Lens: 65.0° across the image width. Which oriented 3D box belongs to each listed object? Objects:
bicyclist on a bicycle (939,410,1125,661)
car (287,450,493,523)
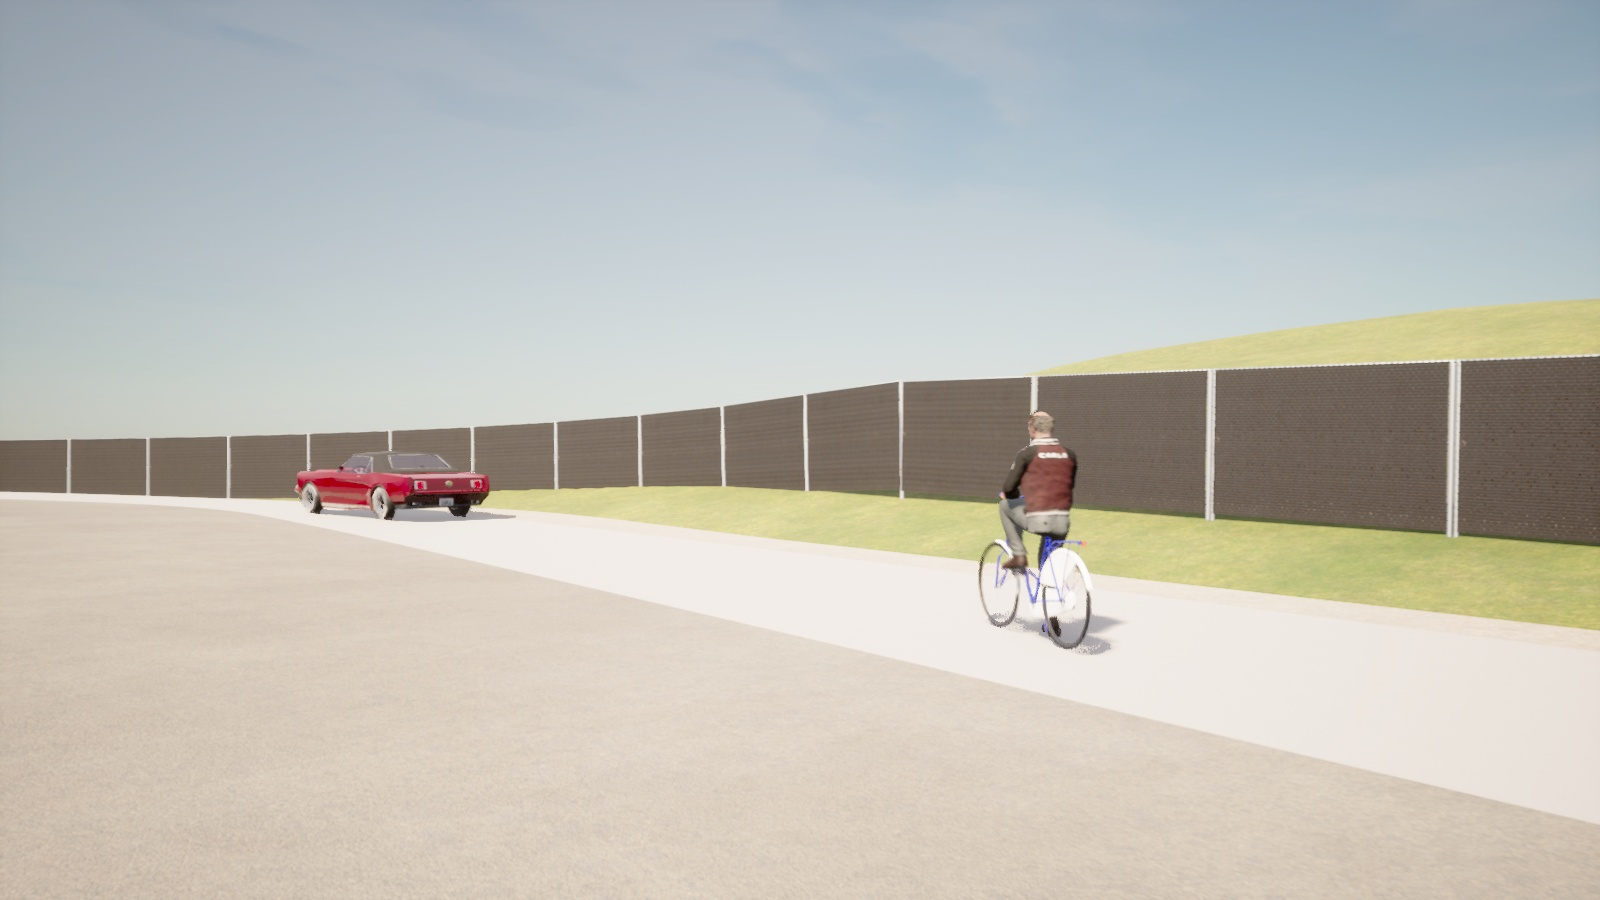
[{"bbox_3d":[1.755,0.594,9.824,0.659,1.776,1.843,0,1,-17],"label":"bicyclist on a bicycle"},{"bbox_3d":[-8.376,0.667,25.420,4.718,1.301,1.895,1,0,43],"label":"car"}]
